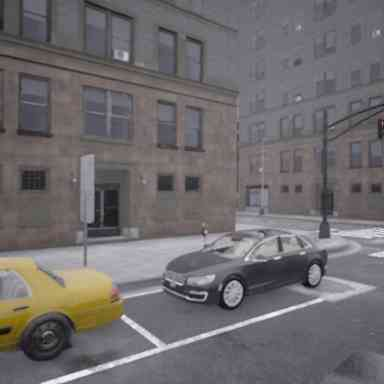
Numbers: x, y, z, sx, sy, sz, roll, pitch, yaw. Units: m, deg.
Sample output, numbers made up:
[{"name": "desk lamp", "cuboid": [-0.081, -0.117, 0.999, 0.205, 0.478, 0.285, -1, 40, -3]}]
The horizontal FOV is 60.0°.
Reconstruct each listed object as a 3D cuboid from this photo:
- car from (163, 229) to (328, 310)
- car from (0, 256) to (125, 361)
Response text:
[{"name": "car", "cuboid": [1.407, 1.582, 7.767, 4.403, 1.369, 2.008, 0, 0, -35]}, {"name": "car", "cuboid": [-3.345, 1.524, 4.379, 4.829, 1.417, 1.752, 0, 0, -35]}]
